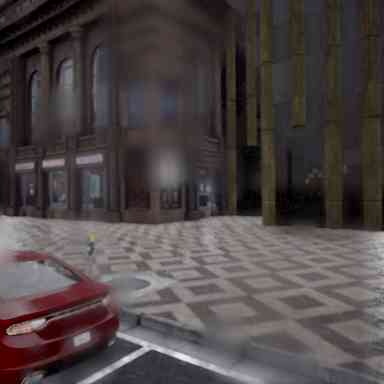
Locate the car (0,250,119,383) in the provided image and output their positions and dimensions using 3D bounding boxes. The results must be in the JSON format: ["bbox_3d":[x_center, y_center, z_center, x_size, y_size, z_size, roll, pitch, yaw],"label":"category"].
[{"bbox_3d":[-3.097,1.596,5.175,4.507,1.381,1.887,-1,0,36],"label":"car"}]
